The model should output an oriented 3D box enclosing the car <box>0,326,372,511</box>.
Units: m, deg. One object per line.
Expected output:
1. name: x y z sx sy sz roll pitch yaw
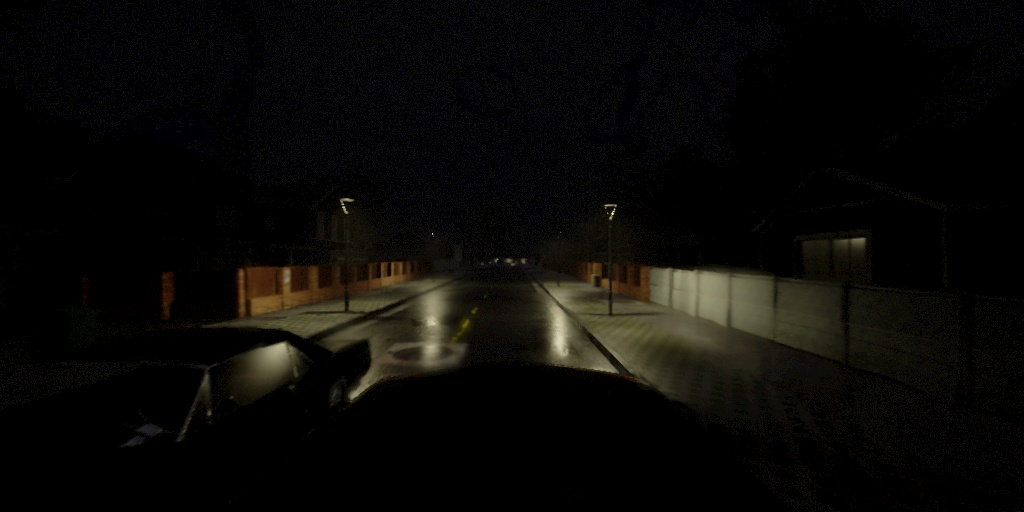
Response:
1. car: -2.849 1.347 2.685 1.895 1.301 4.718 0 0 0
